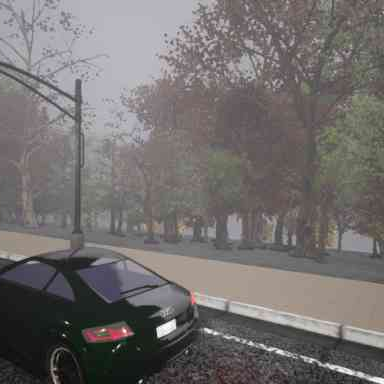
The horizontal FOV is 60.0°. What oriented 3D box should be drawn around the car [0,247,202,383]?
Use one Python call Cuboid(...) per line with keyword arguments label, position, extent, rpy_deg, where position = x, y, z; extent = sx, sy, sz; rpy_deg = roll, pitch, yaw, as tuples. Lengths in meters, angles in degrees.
Cuboid(label="car", position=(-1.926, 1.563, 5.061), extent=(4.181, 1.385, 1.994), rpy_deg=(0, 0, 36))
